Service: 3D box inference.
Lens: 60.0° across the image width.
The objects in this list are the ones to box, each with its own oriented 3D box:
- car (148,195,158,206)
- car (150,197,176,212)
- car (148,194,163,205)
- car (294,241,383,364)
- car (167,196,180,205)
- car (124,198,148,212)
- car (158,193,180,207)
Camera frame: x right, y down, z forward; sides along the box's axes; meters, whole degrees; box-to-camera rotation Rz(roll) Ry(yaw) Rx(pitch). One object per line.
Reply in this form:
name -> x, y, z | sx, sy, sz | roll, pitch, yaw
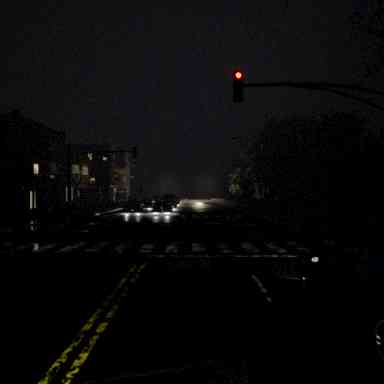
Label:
car -> -6.574, 1.540, 49.083 | 2.033, 1.411, 5.357 | 0, 0, 0
car -> -3.310, 1.558, 38.321 | 1.994, 1.385, 4.181 | 0, 0, 0
car -> -6.571, 1.344, 60.537 | 2.097, 1.767, 4.553 | 0, 0, 0
car -> 3.359, 1.546, 5.540 | 2.033, 1.411, 5.357 | 0, 0, 0
car -> -3.314, 1.470, 60.709 | 1.882, 1.535, 5.008 | 0, 0, 1
car -> -6.588, 1.541, 38.432 | 2.033, 1.411, 5.357 | 0, 0, -3
car -> -3.325, 1.215, 48.682 | 2.150, 2.045, 5.566 | 0, 0, 0
